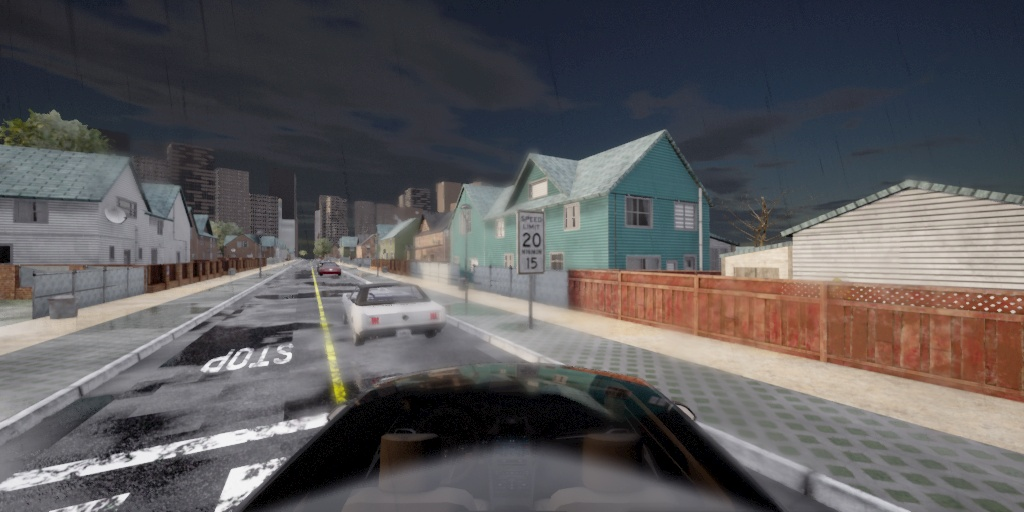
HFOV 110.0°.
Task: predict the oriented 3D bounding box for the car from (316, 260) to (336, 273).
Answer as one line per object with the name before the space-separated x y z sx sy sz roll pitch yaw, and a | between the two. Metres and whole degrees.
car | -23.752 1.254 45.619 2.128 1.511 4.902 0 0 -29

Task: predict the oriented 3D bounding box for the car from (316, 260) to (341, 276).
car | -18.884 1.323 37.117 1.994 1.385 4.181 0 0 -30

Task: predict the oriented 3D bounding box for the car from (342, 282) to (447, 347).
car | -3.370 1.353 9.547 1.895 1.301 4.718 0 0 -29
